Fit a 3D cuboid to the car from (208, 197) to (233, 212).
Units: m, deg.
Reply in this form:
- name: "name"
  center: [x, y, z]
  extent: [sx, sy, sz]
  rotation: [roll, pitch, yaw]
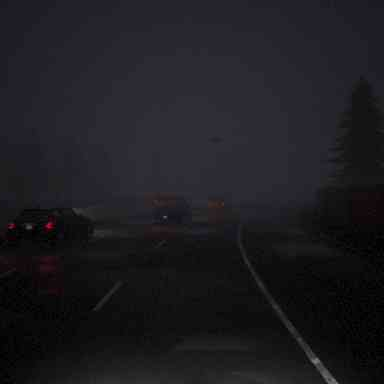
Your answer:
- name: "car"
  center: [3.611, 1.446, 40.750]
  extent: [2.097, 1.767, 4.553]
  rotation: [-1, 0, 21]

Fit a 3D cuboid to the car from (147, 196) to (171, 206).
- name: "car"
  center: [-6.017, 1.585, 61.287]
  extent: [2.097, 1.767, 4.553]
  rotation: [-1, 0, 29]

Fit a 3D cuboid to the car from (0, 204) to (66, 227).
- name: "car"
  center: [-12.148, 1.720, 25.580]
  extent: [2.033, 1.411, 5.357]
  rotation: [0, 0, 11]

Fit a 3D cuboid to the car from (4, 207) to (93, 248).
- name: "car"
  center: [-6.349, 1.449, 15.514]
  extent: [2.097, 1.767, 4.553]
  rotation: [0, 0, 5]

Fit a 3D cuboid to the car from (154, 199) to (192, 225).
- name: "car"
  center: [-1.318, 1.564, 24.960]
  extent: [1.882, 1.535, 5.008]
  rotation: [-1, 0, 12]

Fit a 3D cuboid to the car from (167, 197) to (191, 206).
- name: "car"
  center: [-2.371, 1.693, 60.648]
  extent: [2.128, 1.511, 4.902]
  rotation: [-1, 0, 30]

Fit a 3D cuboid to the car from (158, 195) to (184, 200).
- name: "car"
  center: [-1.987, 1.346, 35.922]
  extent: [2.150, 2.045, 5.566]
  rotation: [-1, 0, 18]
